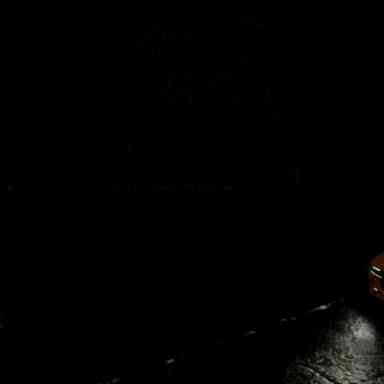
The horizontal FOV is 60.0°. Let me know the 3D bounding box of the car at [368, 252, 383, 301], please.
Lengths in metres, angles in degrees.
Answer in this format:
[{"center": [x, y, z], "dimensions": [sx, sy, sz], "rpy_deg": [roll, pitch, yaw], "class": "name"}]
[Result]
[{"center": [5.754, 1.466, 7.176], "dimensions": [5.008, 1.535, 1.882], "rpy_deg": [0, 0, -35], "class": "car"}]
